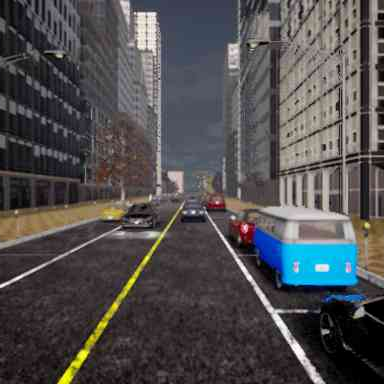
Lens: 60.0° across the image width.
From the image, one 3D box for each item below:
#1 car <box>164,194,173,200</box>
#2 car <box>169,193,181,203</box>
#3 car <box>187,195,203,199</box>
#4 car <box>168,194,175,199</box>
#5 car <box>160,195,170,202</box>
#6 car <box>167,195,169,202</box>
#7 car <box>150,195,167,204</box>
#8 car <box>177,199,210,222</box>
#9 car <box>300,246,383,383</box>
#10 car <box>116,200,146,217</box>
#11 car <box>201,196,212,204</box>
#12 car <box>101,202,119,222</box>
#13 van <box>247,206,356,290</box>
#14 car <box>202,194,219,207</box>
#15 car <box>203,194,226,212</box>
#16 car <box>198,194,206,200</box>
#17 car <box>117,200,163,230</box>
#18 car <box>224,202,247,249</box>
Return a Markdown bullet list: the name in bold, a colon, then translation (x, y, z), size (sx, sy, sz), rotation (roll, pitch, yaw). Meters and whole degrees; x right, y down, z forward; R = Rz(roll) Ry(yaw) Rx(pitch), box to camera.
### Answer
- **car**: translation (-5.730, 1.330, 82.725), size (2.008, 1.369, 4.403), rotation (0, 0, 0)
- **car**: translation (-3.051, 1.444, 63.300), size (1.895, 1.301, 4.718), rotation (0, 0, 0)
- **car**: translation (0.078, 1.332, 42.407), size (2.033, 1.649, 4.856), rotation (0, 0, 0)
- **car**: translation (-5.736, 1.286, 94.109), size (1.887, 1.381, 4.507), rotation (0, 0, 0)
- **car**: translation (-5.724, 1.399, 71.339), size (1.802, 1.307, 4.206), rotation (0, 0, 0)
- **car**: translation (-5.719, 1.419, 59.956), size (1.947, 1.339, 4.313), rotation (0, 0, 0)
- **car**: translation (-5.715, 1.420, 54.263), size (2.008, 1.369, 4.403), rotation (0, 0, 0)
- **car**: translation (0.088, 1.492, 25.962), size (2.033, 1.411, 5.357), rotation (0, 0, 0)
- **car**: translation (2.692, 1.560, 3.026), size (1.947, 1.339, 4.313), rotation (0, 0, 0)
- **car**: translation (-5.704, 1.481, 31.494), size (2.008, 1.369, 4.403), rotation (0, 0, 0)
- **car**: translation (2.662, 1.378, 60.117), size (1.752, 1.417, 4.829), rotation (0, 0, 0)
- **car**: translation (-5.701, 1.471, 25.631), size (1.752, 1.417, 4.829), rotation (0, 0, 0)
- **van**: translation (2.689, 1.325, 8.719), size (1.690, 1.788, 3.998), rotation (0, 0, 0)
- **car**: translation (2.669, 1.201, 48.563), size (2.192, 1.841, 5.009), rotation (0, 0, 0)
- **car**: translation (2.675, 1.232, 37.179), size (2.192, 1.841, 5.009), rotation (0, 0, 0)
- **car**: translation (2.647, 1.327, 88.409), size (1.947, 1.339, 4.313), rotation (0, 0, 0)
- **car**: translation (-3.111, 1.461, 20.982), size (1.837, 1.490, 4.892), rotation (0, 0, 0)
- **car**: translation (2.686, 1.412, 14.410), size (1.967, 1.590, 4.097), rotation (0, 0, 0)
